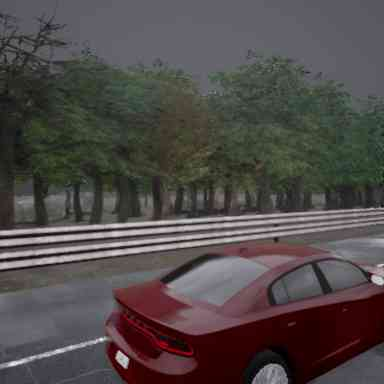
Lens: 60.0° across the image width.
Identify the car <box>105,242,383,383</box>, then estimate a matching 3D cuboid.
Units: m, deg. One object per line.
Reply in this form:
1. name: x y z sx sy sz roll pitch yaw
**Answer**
1. car: 1.332 1.468 4.697 5.008 1.535 1.882 0 0 -35
